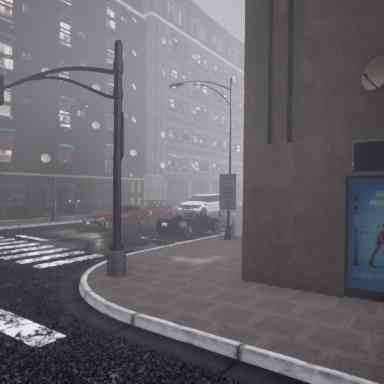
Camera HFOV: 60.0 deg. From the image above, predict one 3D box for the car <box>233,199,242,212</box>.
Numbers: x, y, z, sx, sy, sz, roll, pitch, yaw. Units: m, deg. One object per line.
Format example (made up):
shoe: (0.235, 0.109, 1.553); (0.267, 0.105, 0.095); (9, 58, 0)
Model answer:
car: (3.027, 1.224, 36.009); (2.192, 1.841, 5.009); (1, 1, 35)

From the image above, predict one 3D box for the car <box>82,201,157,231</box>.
car: (-4.586, 1.487, 20.843); (1.812, 1.442, 4.674); (1, 1, 35)

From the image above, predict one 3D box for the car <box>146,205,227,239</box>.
car: (-0.134, 1.599, 17.759); (1.947, 1.339, 4.313); (1, 1, 35)

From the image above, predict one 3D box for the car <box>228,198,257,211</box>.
car: (6.229, 1.484, 40.589); (1.802, 1.307, 4.206); (1, 1, 35)

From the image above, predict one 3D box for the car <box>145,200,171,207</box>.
car: (-3.383, 1.363, 26.854); (1.967, 1.590, 4.097); (1, 1, 35)

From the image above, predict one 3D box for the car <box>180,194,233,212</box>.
car: (1.081, 1.172, 28.932); (2.150, 2.045, 5.566); (1, 1, 35)
